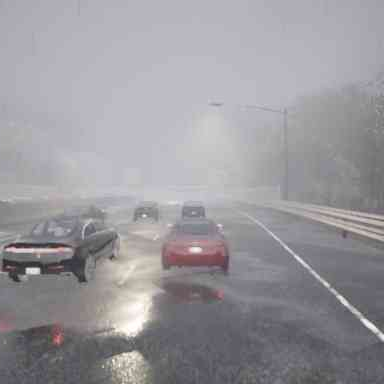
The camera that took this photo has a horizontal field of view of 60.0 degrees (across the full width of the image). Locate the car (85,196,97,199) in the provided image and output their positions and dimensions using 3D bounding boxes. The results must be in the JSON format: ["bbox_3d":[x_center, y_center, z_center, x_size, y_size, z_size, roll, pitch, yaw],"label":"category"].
[{"bbox_3d":[-20.993,1.440,69.556,1.994,1.385,4.181,0,0,0],"label":"car"}]

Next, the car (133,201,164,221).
[{"bbox_3d":[-3.399,1.454,26.215,1.837,1.490,4.892,0,0,0],"label":"car"}]

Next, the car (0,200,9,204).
[{"bbox_3d":[-17.591,1.449,28.879,1.837,1.490,4.892,0,0,0],"label":"car"}]

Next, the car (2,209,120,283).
[{"bbox_3d":[-3.402,1.471,9.549,2.128,1.511,4.902,0,0,0],"label":"car"}]

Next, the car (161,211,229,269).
[{"bbox_3d":[0.098,1.540,11.043,1.994,1.385,4.181,0,0,0],"label":"car"}]

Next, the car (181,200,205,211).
[{"bbox_3d":[0.102,1.425,27.726,1.882,1.535,5.008,0,0,0],"label":"car"}]

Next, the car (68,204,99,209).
[{"bbox_3d":[-6.903,1.504,21.295,2.033,1.411,5.357,0,0,0],"label":"car"}]

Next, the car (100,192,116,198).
[{"bbox_3d":[-17.493,1.113,69.525,2.150,2.045,5.566,0,0,0],"label":"car"}]

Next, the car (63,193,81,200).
[{"bbox_3d":[-24.493,1.393,69.139,1.837,1.490,4.892,0,0,0],"label":"car"}]

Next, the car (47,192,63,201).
[{"bbox_3d":[-27.992,1.118,69.110,2.150,2.045,5.566,0,0,0],"label":"car"}]
